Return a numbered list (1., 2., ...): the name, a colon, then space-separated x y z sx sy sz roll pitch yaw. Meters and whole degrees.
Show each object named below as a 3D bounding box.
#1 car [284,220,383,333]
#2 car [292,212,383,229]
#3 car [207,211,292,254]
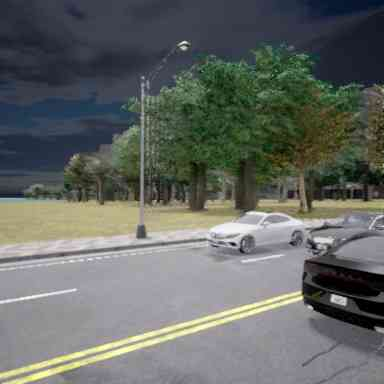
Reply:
1. car: 4.225 1.479 6.453 5.008 1.535 1.882 0 0 -35
2. car: 6.159 1.498 12.071 4.902 1.511 2.128 0 0 -36
3. car: 2.760 1.530 13.639 4.674 1.442 1.812 0 0 -35
